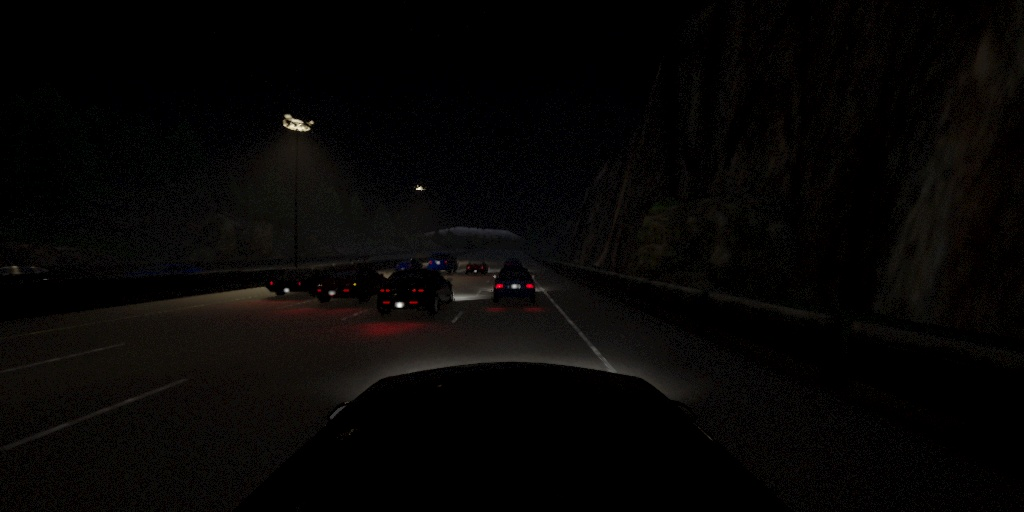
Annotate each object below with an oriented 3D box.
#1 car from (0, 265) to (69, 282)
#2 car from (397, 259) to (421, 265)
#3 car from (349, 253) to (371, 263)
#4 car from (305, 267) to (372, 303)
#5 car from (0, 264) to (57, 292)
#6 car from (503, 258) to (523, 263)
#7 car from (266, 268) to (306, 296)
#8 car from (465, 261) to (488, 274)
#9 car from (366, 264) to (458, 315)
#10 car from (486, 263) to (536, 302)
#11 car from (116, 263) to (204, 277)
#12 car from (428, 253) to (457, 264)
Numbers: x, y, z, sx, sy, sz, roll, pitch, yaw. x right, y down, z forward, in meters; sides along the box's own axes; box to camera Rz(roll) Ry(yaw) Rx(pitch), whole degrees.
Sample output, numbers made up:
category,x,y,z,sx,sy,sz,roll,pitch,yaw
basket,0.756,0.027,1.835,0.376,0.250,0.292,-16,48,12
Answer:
category,x,y,z,sx,sy,sz,roll,pitch,yaw
car,-24.602,1.178,17.037,2.128,1.511,4.902,0,0,0
car,-10.404,1.007,36.519,1.812,1.442,4.674,0,1,0
car,-24.507,0.233,57.896,1.882,1.535,5.008,0,1,0
car,-6.915,1.219,16.068,1.812,1.442,4.674,0,0,0
car,-28.102,1.221,18.674,2.033,1.411,5.357,0,0,0
car,0.095,0.956,36.745,1.882,1.535,5.008,0,1,0
car,-10.402,1.274,18.767,1.895,1.301,4.718,0,0,0
car,-3.405,1.096,35.519,1.895,1.301,4.718,0,1,0
car,-3.402,1.214,13.272,1.837,1.490,4.892,0,0,0
car,0.098,1.236,16.720,2.033,1.411,5.357,0,0,0
car,-21.101,1.176,21.730,1.812,1.442,4.674,0,0,0
car,-6.905,0.709,36.143,2.150,2.045,5.566,0,1,0
